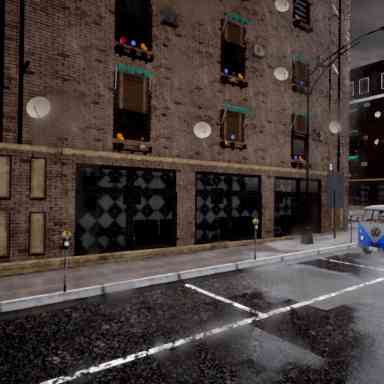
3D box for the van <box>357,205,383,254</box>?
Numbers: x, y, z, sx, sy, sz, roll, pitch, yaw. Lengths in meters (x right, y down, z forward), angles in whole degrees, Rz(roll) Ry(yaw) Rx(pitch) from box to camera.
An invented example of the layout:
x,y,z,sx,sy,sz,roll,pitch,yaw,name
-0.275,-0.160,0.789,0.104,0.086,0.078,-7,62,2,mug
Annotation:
x,y,z,sx,sy,sz,roll,pitch,yaw,name
7.635,1.345,12.093,3.998,1.788,1.690,0,1,-35,van
